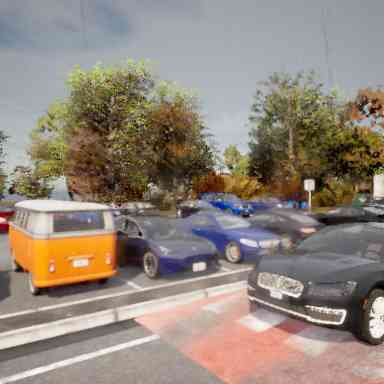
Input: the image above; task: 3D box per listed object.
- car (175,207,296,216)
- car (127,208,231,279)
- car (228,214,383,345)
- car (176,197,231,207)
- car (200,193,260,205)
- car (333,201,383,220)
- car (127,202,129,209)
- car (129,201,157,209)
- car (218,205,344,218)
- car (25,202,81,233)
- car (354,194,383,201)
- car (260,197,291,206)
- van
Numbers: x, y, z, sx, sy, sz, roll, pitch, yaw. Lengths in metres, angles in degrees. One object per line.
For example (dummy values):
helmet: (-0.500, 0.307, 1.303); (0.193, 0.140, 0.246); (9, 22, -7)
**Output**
car: (1.059, 1.470, 11.937); (2.002, 1.452, 4.674); (0, 0, -36)
car: (-1.213, 1.464, 10.256); (2.163, 1.488, 4.792); (0, 0, -36)
car: (3.124, 1.311, 5.908); (4.892, 1.490, 1.837); (5, -3, -35)
car: (0.498, 1.411, 27.046); (2.231, 1.521, 4.892); (0, 0, -36)
car: (2.706, 1.151, 28.598); (2.435, 2.045, 5.566); (0, 0, -36)
car: (7.935, 1.411, 16.893); (2.097, 1.535, 5.008); (0, 0, -36)
car: (-6.360, 1.428, 22.073); (2.097, 1.535, 5.008); (0, 0, -36)
car: (-4.071, 1.424, 23.727); (2.231, 1.521, 4.892); (0, 0, -36)
car: (3.353, 1.464, 13.587); (2.002, 1.452, 4.674); (0, 0, -36)
car: (-8.649, 1.433, 20.420); (2.097, 1.535, 5.008); (0, 0, -36)
car: (12.530, 1.143, 20.184); (2.435, 2.045, 5.566); (0, 0, -36)
car: (7.412, 1.250, 31.955); (2.185, 1.767, 4.553); (1, 0, -36)
van: (-3.589, 1.214, 8.720); (1.878, 1.987, 4.442); (0, 0, -36)
